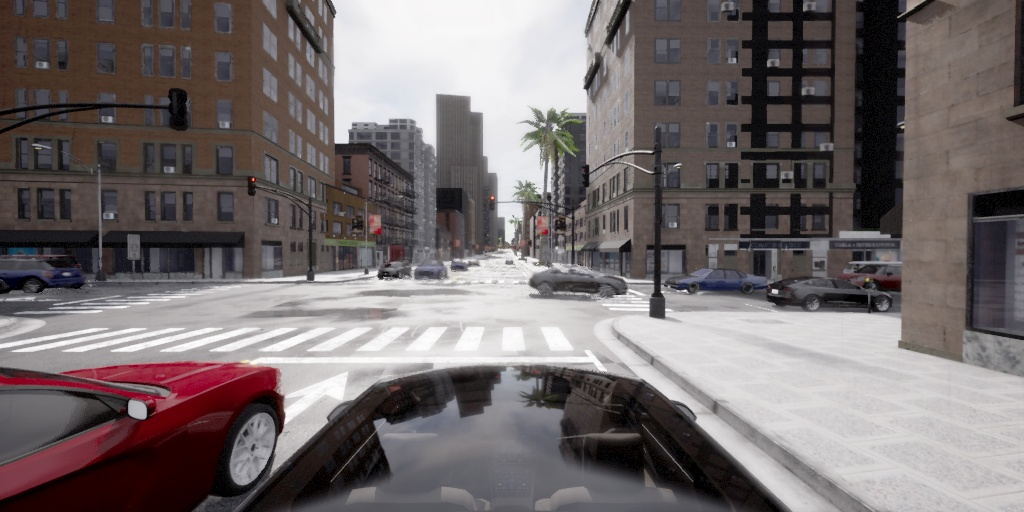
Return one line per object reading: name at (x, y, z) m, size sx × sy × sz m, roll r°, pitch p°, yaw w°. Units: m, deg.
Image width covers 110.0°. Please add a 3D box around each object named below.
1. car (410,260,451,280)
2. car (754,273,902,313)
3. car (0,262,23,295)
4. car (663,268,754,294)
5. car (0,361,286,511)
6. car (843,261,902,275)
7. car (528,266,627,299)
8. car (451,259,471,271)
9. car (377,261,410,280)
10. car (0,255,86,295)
car at (-6.814, 1.095, 30.411) m, size 2.097 × 1.767 × 4.553 m, roll 0°, pitch 0°, yaw 0°
car at (12.863, 1.513, 14.714) m, size 4.313 × 1.339 × 1.948 m, roll 0°, pitch 0°, yaw 0°
car at (-24.035, 1.126, 14.574) m, size 4.892 × 1.490 × 1.837 m, roll 1°, pitch 1°, yaw -9°
car at (11.705, 1.400, 20.659) m, size 5.357 × 1.411 × 2.033 m, roll 0°, pitch 1°, yaw 0°
car at (-3.144, 1.228, 1.475) m, size 1.882 × 1.535 × 5.008 m, roll 0°, pitch 0°, yaw 1°
car at (21.174, 1.279, 20.670) m, size 4.553 × 1.767 × 2.097 m, roll 0°, pitch 1°, yaw 0°
car at (3.250, 1.268, 18.105) m, size 4.902 × 1.511 × 2.128 m, roll 1°, pitch 1°, yaw 13°
car at (-6.940, 1.337, 47.375) m, size 1.895 × 1.301 × 4.718 m, roll 0°, pitch 0°, yaw 0°
car at (-10.168, 1.247, 31.528) m, size 1.837 × 1.490 × 4.892 m, roll 0°, pitch 0°, yaw 2°
car at (-24.566, 0.926, 17.744) m, size 4.553 × 1.767 × 2.097 m, roll 0°, pitch 1°, yaw -10°
